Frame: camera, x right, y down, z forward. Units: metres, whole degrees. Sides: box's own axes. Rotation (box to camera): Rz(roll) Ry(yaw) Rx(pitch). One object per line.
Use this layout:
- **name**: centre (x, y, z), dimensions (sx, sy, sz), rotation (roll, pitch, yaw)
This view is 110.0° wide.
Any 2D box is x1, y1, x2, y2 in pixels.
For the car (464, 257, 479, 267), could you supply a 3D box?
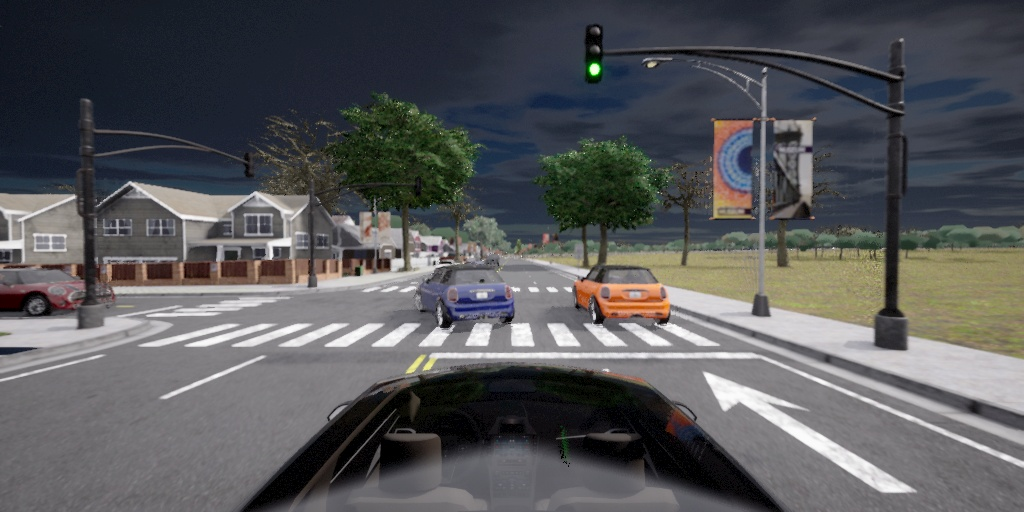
- **car**: centre (-6.533, 0.995, 58.835), dimensions (1.882, 1.535, 5.008), rotation (0, 0, 1)

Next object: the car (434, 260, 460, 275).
- **car**: centre (-6.598, 1.128, 36.678), dimensions (1.812, 1.442, 4.674), rotation (0, 0, 0)

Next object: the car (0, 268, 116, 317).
- **car**: centre (-17.981, 1.248, 13.490), dimensions (4.553, 1.767, 2.097), rotation (-1, 1, 0)

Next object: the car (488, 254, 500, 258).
- **car**: centre (-3.259, 0.731, 61.769), dimensions (2.150, 2.045, 5.566), rotation (0, 0, 0)

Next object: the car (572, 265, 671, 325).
- **car**: centre (3.327, 1.058, 11.785), dimensions (2.097, 1.767, 4.553), rotation (0, 0, 0)

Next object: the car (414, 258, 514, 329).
- **car**: centre (-1.683, 1.060, 11.475), dimensions (2.097, 1.767, 4.553), rotation (0, 0, -25)
